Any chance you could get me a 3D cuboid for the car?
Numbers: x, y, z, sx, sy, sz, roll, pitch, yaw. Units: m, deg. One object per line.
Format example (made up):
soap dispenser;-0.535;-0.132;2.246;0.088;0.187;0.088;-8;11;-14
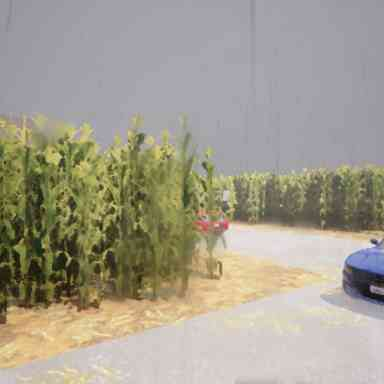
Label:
car;5.280;1.481;7.280;5.008;1.535;1.882;1;0;-36
